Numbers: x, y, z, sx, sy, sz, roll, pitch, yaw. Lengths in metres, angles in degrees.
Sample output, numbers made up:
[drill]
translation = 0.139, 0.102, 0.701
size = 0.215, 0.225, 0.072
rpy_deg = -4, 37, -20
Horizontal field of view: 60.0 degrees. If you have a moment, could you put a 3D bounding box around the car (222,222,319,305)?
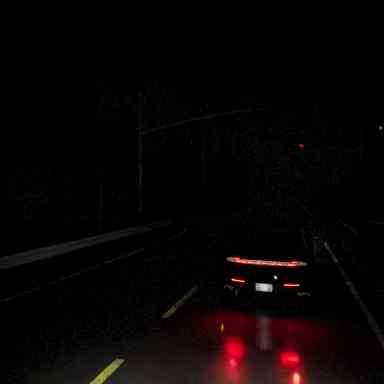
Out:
[car]
translation = 2.050, 1.491, 8.245
size = 2.128, 1.511, 4.902
rpy_deg = 0, 0, 18
